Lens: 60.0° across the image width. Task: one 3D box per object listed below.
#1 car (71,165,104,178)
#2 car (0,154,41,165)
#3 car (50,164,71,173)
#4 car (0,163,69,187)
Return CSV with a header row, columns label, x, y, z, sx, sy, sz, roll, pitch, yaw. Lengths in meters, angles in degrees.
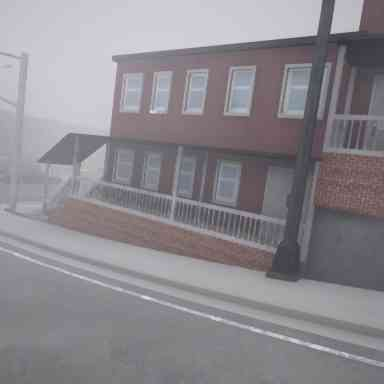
label,x,y,z,sx,sy,sz,roll,pitch,yaw
car,-12.068,-2.493,41.706,1.882,1.535,5.008,11,7,35
car,-18.009,-2.751,33.391,2.150,2.045,5.566,11,7,36
car,-15.839,-3.029,42.391,1.837,1.490,4.892,11,7,35
car,-13.482,-1.276,27.611,2.033,1.411,5.357,11,7,35
